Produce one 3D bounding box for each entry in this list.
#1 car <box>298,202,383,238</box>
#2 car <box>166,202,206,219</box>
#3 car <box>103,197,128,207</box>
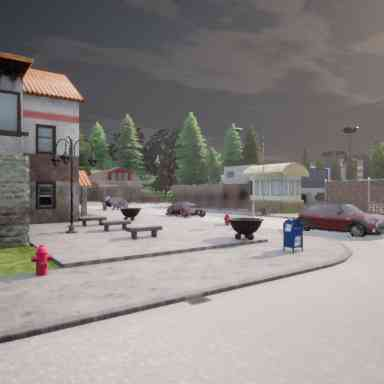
[{"bbox_3d":[7.962,1.352,17.770,2.097,1.767,4.553,0,0,-36],"label":"car"},{"bbox_3d":[-0.573,1.564,29.709,1.994,1.385,4.181,0,0,-35],"label":"car"},{"bbox_3d":[-9.853,1.290,42.880,2.097,1.767,4.553,0,0,-35],"label":"car"}]
